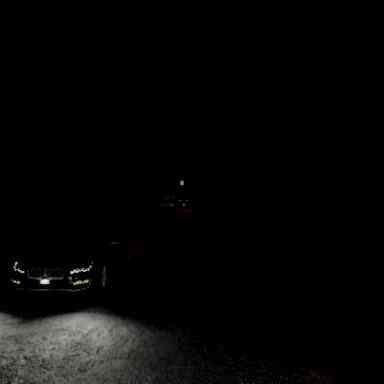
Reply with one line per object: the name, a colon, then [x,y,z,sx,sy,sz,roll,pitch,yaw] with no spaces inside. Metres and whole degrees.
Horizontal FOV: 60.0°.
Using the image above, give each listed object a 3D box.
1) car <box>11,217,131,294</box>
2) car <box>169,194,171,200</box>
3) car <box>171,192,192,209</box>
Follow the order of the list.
car: [-2.848,1.486,8.857,1.837,1.490,4.892,1,0,0]
car: [-2.221,0.614,47.966,1.895,1.301,4.718,1,3,-8]
car: [-1.051,1.010,37.309,1.837,1.490,4.892,0,2,-5]
